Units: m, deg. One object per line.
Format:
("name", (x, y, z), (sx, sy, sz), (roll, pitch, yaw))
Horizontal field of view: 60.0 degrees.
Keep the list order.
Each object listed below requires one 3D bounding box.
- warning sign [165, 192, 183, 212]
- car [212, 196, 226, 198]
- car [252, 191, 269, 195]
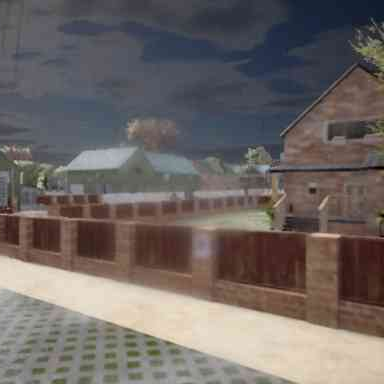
("warning sign", (-1.692, 0.944, 31.704), (1.300, 1.860, 1.060), (0, 0, 35))
("car", (3.842, 1.144, 43.887), (1.895, 1.301, 4.718), (1, 2, 36))
("car", (11.476, 0.656, 54.742), (2.097, 1.767, 4.553), (1, 2, 35))
